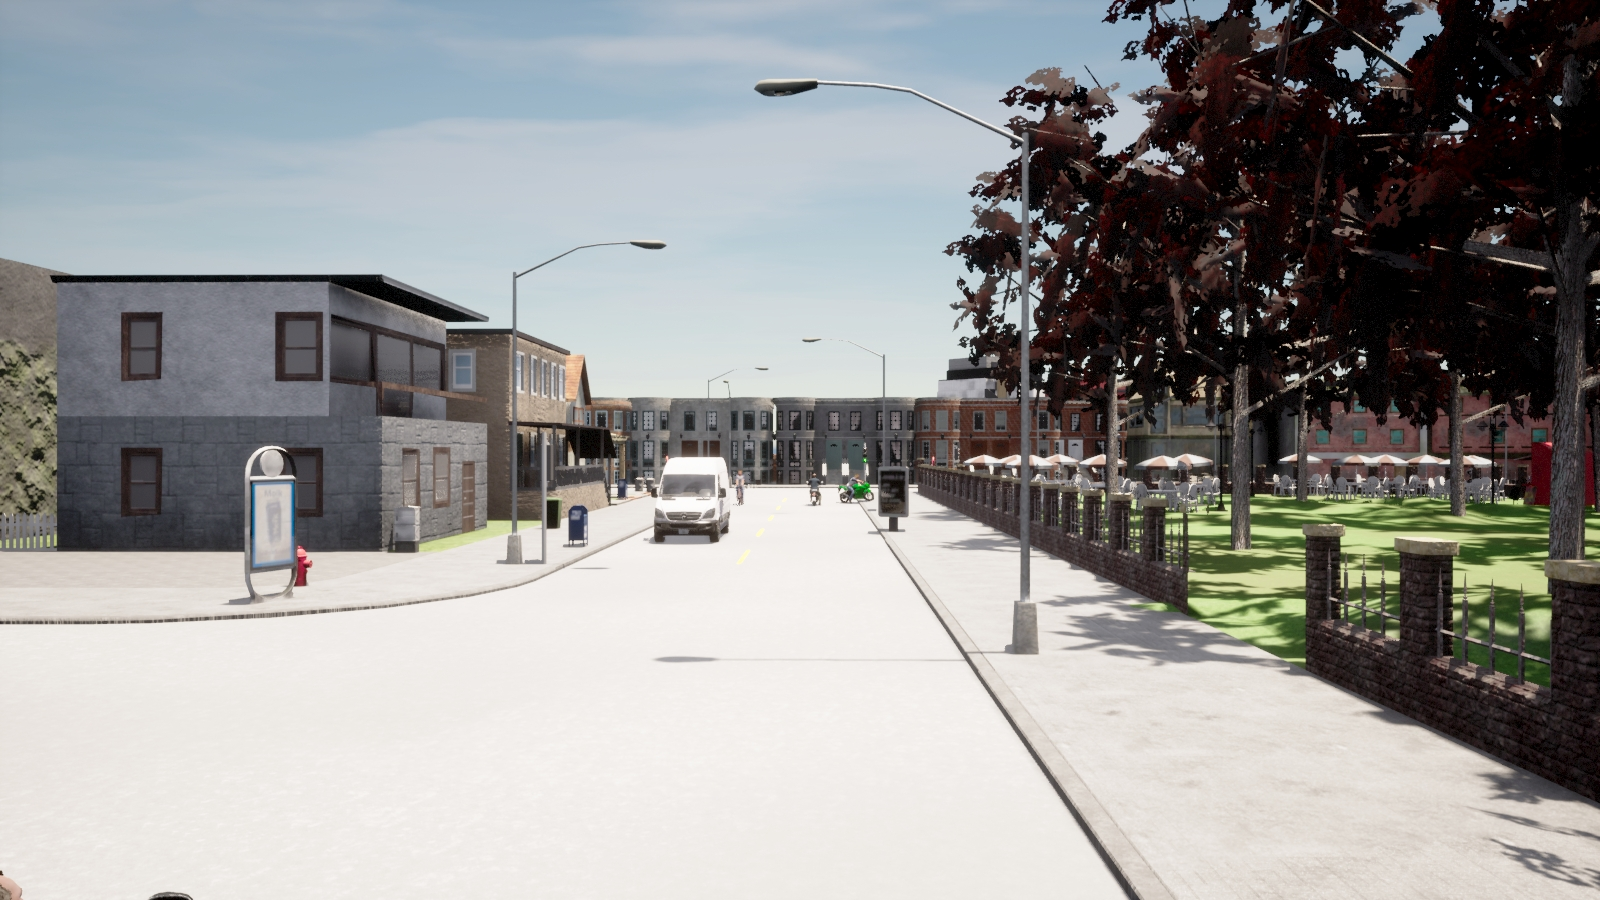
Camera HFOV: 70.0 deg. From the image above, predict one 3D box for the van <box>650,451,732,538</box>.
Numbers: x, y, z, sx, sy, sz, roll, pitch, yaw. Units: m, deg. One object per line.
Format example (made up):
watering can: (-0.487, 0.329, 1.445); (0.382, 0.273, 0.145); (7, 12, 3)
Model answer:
van: (-3.393, 1.314, 36.728); (1.988, 2.561, 5.915); (0, 0, 1)

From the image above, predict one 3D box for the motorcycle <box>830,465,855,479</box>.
motorcycle: (3.779, 1.939, 101.151); (2.033, 1.145, 0.803); (-5, -2, 27)

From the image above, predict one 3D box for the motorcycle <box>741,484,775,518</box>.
motorcycle: (-1.677, 1.985, 45.065); (0.867, 1.251, 2.209); (0, 0, -15)
